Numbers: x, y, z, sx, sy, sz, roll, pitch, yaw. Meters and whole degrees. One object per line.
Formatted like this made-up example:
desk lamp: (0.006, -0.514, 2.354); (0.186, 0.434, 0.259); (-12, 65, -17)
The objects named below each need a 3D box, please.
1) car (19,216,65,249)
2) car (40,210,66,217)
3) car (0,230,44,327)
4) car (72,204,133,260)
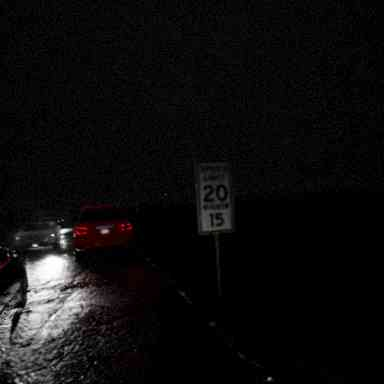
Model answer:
car: (-7.826, 2.178, 17.170); (1.895, 1.301, 4.718); (-3, -1, -19)
car: (-12.483, 2.448, 29.926); (1.837, 1.490, 4.892); (-3, -1, -21)
car: (-4.174, 1.771, 5.712); (2.128, 1.511, 4.902); (-3, 0, -16)
car: (-3.904, 1.555, 14.370); (2.150, 2.045, 5.566); (-3, -1, -18)
